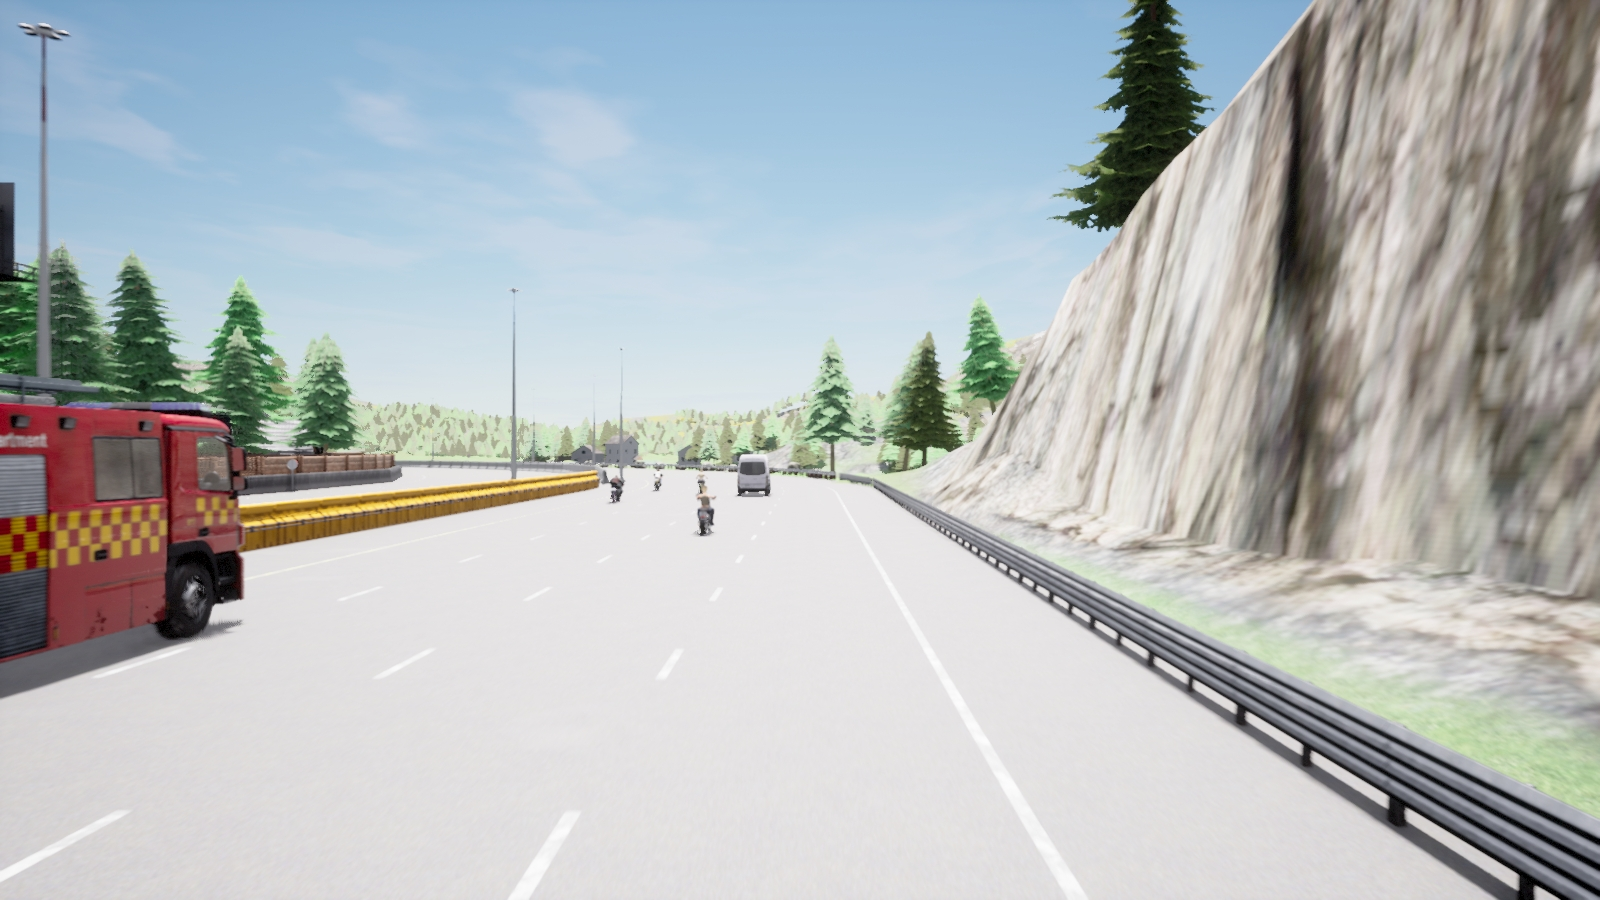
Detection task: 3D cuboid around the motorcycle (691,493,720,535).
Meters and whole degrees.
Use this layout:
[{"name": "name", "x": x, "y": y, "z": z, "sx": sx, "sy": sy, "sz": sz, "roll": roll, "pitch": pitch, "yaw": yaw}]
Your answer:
[{"name": "motorcycle", "x": -3.224, "y": 2.173, "z": 39.040, "sx": 0.764, "sy": 1.325, "sz": 2.356, "roll": 0, "pitch": 0, "yaw": 1}]

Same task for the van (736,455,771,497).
[{"name": "van", "x": -2.910, "y": 1.584, "z": 72.987, "sx": 1.988, "sy": 2.561, "sz": 5.915, "roll": 0, "pitch": 0, "yaw": 0}]

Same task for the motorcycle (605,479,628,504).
[{"name": "motorcycle", "x": -9.985, "y": 2.248, "z": 62.154, "sx": 0.867, "sy": 1.251, "sz": 2.209, "roll": 0, "pitch": 0, "yaw": 1}]

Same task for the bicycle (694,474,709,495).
[{"name": "bicycle", "x": -6.355, "y": 2.199, "z": 73.720, "sx": 0.859, "sy": 1.295, "sz": 1.487, "roll": 0, "pitch": 0, "yaw": 0}]

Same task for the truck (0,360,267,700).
[{"name": "truck", "x": -10.450, "y": 0.902, "z": 15.039, "sx": 2.891, "sy": 3.827, "sz": 8.468, "roll": 0, "pitch": 0, "yaw": 0}]
